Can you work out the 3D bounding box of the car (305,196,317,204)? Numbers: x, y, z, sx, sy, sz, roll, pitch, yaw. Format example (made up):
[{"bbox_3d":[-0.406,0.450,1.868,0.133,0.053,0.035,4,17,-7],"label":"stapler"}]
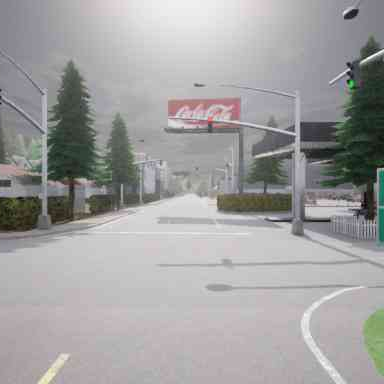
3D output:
[{"bbox_3d":[22.524,1.552,64.004,1.970,1.475,3.806,0,0,0],"label":"car"}]

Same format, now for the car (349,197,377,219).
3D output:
[{"bbox_3d":[14.376,1.505,24.940,3.866,1.878,1.905,0,0,0],"label":"car"}]

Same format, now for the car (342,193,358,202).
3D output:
[{"bbox_3d":[34.931,1.489,71.791,2.007,1.523,4.514,0,0,0],"label":"car"}]

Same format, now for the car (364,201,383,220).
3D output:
[{"bbox_3d":[18.705,1.672,30.609,4.611,1.667,2.242,0,0,0],"label":"car"}]
